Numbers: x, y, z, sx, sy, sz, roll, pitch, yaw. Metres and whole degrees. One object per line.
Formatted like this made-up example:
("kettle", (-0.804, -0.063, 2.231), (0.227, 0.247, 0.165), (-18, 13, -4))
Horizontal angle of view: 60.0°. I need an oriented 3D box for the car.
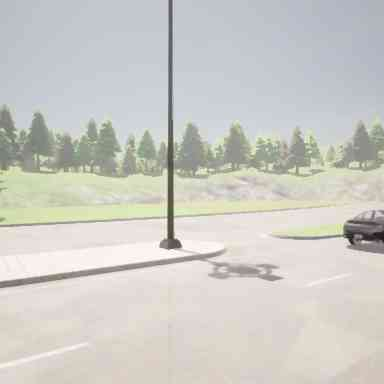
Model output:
("car", (8.459, 1.492, 14.026), (4.902, 1.511, 2.128), (0, 0, -31))
